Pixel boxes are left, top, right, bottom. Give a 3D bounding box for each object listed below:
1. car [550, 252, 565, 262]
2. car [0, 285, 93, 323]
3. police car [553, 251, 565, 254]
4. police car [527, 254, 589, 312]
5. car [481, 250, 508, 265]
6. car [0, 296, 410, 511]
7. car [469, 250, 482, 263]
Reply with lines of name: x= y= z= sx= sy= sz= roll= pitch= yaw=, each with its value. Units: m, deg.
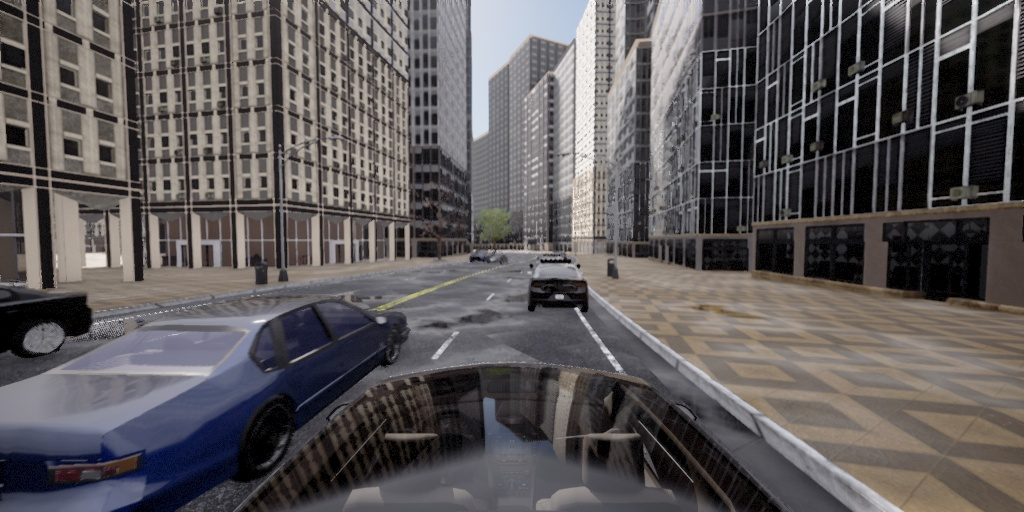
car: x=6.600 y=0.110 z=51.487 sx=1.812 sy=1.442 sz=4.674 roll=1 pitch=1 yaw=12
car: x=-9.652 y=1.134 z=5.236 sx=1.882 sy=1.535 sz=5.008 roll=0 pitch=1 yaw=3
police car: x=2.502 y=0.689 z=22.632 sx=1.930 sy=1.638 sz=5.238 roll=0 pitch=1 yaw=7
police car: x=1.564 y=0.915 z=12.927 sx=1.930 sy=1.638 sz=5.238 roll=0 pitch=1 yaw=4
car: x=-1.746 y=0.238 z=43.481 sx=2.128 sy=1.511 sz=4.902 roll=1 pitch=1 yaw=12
car: x=-2.996 y=1.227 z=4.567 sx=2.033 sy=1.411 sz=5.357 roll=0 pitch=1 yaw=2
car: x=-4.157 y=-0.024 z=47.991 sx=2.097 sy=1.767 sz=4.553 roll=1 pitch=1 yaw=12
